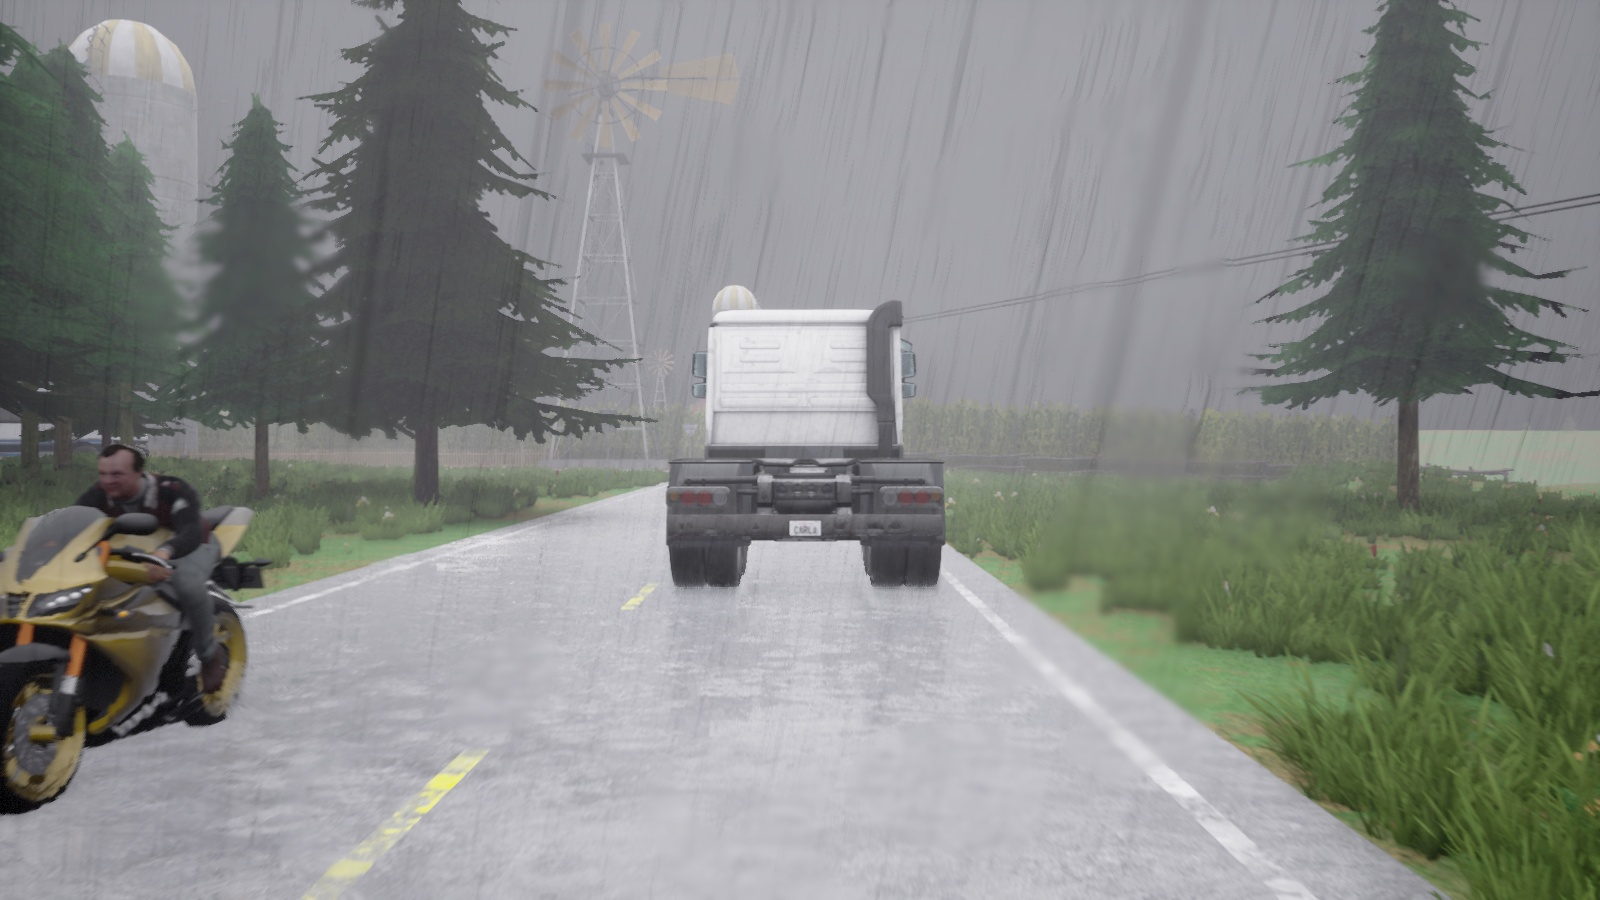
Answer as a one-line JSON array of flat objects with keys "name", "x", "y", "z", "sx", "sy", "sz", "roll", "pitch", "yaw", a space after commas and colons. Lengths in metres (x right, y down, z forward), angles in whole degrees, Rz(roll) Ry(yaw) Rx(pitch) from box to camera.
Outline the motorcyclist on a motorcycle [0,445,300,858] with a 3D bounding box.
[{"name": "motorcyclist on a motorcycle", "x": -3.169, "y": 0.746, "z": 5.766, "sx": 0.866, "sy": 1.530, "sz": 2.191, "roll": 0, "pitch": 0, "yaw": 0}]

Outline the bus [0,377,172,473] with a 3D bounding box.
[{"name": "bus", "x": -35.110, "y": -1.124, "z": 58.001, "sx": 10.273, "sy": 4.253, "sz": 3.944, "roll": 0, "pitch": 0, "yaw": 1}]

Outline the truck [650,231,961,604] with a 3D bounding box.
[{"name": "truck", "x": 0.059, "y": -0.324, "z": 15.654, "sx": 2.891, "sy": 3.462, "sz": 7.936, "roll": 0, "pitch": 0, "yaw": 0}]
